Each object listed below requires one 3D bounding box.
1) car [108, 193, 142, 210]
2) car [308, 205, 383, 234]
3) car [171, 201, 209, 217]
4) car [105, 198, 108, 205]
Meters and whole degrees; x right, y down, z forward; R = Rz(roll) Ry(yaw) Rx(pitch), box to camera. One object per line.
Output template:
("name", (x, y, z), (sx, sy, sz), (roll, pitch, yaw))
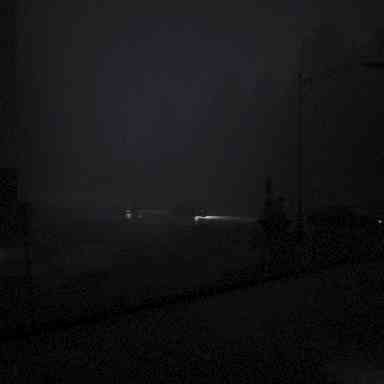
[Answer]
("car", (-8.556, 1.217, 43.522), (2.150, 2.045, 5.566), (0, 0, -35))
("car", (9.071, 1.523, 19.314), (1.812, 1.442, 4.674), (0, 0, -40))
("car", (-0.238, 1.562, 31.906), (1.994, 1.385, 4.181), (0, 0, -36))
("car", (-13.412, 1.349, 57.483), (2.097, 1.767, 4.553), (0, 0, -36))
